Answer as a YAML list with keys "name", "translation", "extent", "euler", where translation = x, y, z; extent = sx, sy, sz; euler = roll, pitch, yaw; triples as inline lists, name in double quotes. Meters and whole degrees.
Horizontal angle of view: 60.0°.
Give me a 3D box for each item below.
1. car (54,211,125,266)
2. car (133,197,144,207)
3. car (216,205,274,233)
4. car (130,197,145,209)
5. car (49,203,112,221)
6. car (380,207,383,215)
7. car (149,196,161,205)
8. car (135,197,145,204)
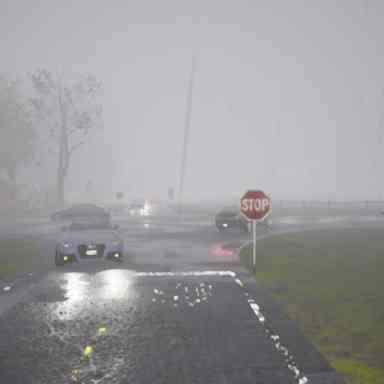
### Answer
- name: "car"
  translation: [-3.524, 1.577, 11.583]
  extent: [1.994, 1.385, 4.181]
  euler: [0, 0, -18]
- name: "car"
  translation: [-8.894, 1.616, 55.569]
  extent: [1.812, 1.442, 4.674]
  euler: [0, 0, -8]
- name: "car"
  translation: [3.242, 1.501, 19.804]
  extent: [1.837, 1.490, 4.892]
  euler: [-3, -1, 37]
- name: "car"
  translation: [-7.512, 1.618, 45.810]
  extent: [2.033, 1.411, 5.357]
  euler: [0, 0, -8]
- name: "car"
  translation: [-8.554, 1.588, 25.764]
  extent: [4.674, 1.442, 1.812]
  euler: [0, 0, -4]
- name: "car"
  translation: [18.439, 1.375, 27.979]
  extent: [4.892, 1.490, 1.837]
  euler: [0, 0, -6]
- name: "car"
  translation: [-6.911, 1.455, 62.460]
  extent: [2.097, 1.767, 4.553]
  euler: [0, 0, -8]
- name: "car"
  translation: [-10.229, 1.712, 65.453]
  extent: [1.895, 1.301, 4.718]
  euler: [0, 0, -8]
